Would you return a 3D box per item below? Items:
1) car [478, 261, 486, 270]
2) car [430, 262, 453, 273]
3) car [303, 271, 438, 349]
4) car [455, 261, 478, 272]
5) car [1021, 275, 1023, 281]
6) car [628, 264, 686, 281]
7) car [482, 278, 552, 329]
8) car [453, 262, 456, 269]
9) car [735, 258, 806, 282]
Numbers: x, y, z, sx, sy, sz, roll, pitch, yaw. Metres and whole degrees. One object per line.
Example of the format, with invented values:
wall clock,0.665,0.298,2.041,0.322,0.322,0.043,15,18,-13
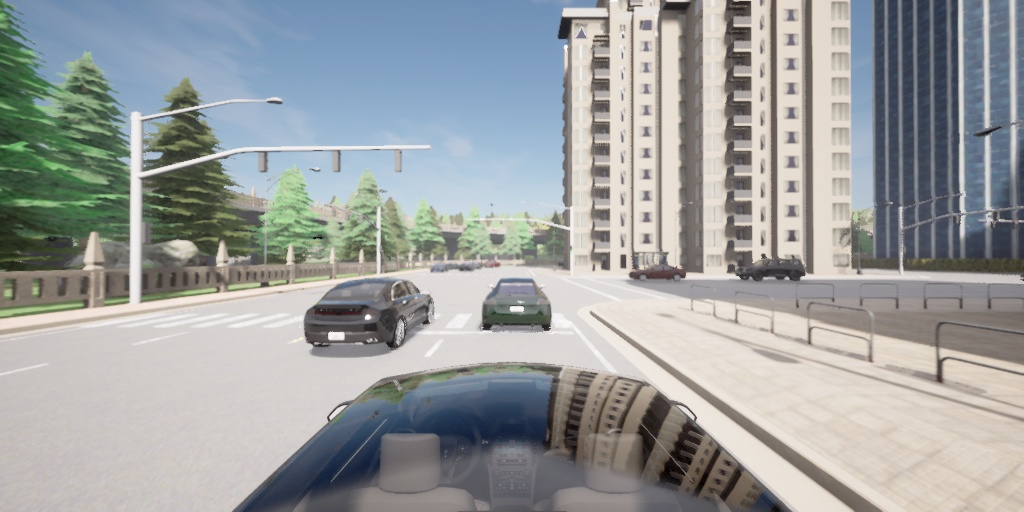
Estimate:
car,-6.380,1.648,63.504,2.128,1.511,4.902,0,0,3
car,-10.245,1.620,51.100,2.033,1.411,5.357,0,0,1
car,-3.370,1.305,9.343,1.837,1.490,4.892,0,0,0
car,-6.706,1.690,53.383,1.895,1.301,4.718,0,0,1
car,40.051,1.582,25.717,4.718,1.301,1.895,0,0,0
car,13.215,1.494,32.735,5.008,1.535,1.882,0,0,0
car,0.148,1.380,11.496,1.994,1.385,4.181,0,0,1
car,-10.025,1.698,60.318,1.994,1.385,4.181,0,0,4
car,23.594,1.243,32.790,5.566,2.045,2.150,0,0,0
